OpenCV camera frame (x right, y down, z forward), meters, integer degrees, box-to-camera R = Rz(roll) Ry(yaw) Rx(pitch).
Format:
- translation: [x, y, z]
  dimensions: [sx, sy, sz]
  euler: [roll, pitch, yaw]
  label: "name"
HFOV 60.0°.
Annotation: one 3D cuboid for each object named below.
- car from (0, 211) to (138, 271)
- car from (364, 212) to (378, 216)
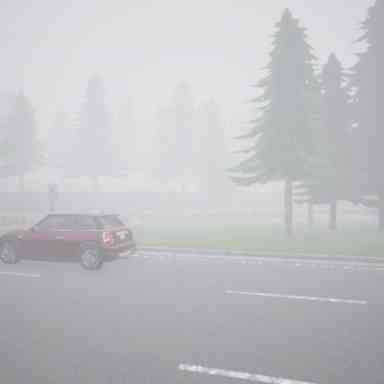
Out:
- translation: [-4.224, 1.452, 11.196]
  dimensions: [4.553, 1.767, 2.097]
  euler: [0, 0, 17]
  label: "car"
- translation: [20.114, 1.778, 33.676]
  dimensions: [5.357, 1.411, 2.033]
  euler: [0, -1, -21]
  label: "car"
